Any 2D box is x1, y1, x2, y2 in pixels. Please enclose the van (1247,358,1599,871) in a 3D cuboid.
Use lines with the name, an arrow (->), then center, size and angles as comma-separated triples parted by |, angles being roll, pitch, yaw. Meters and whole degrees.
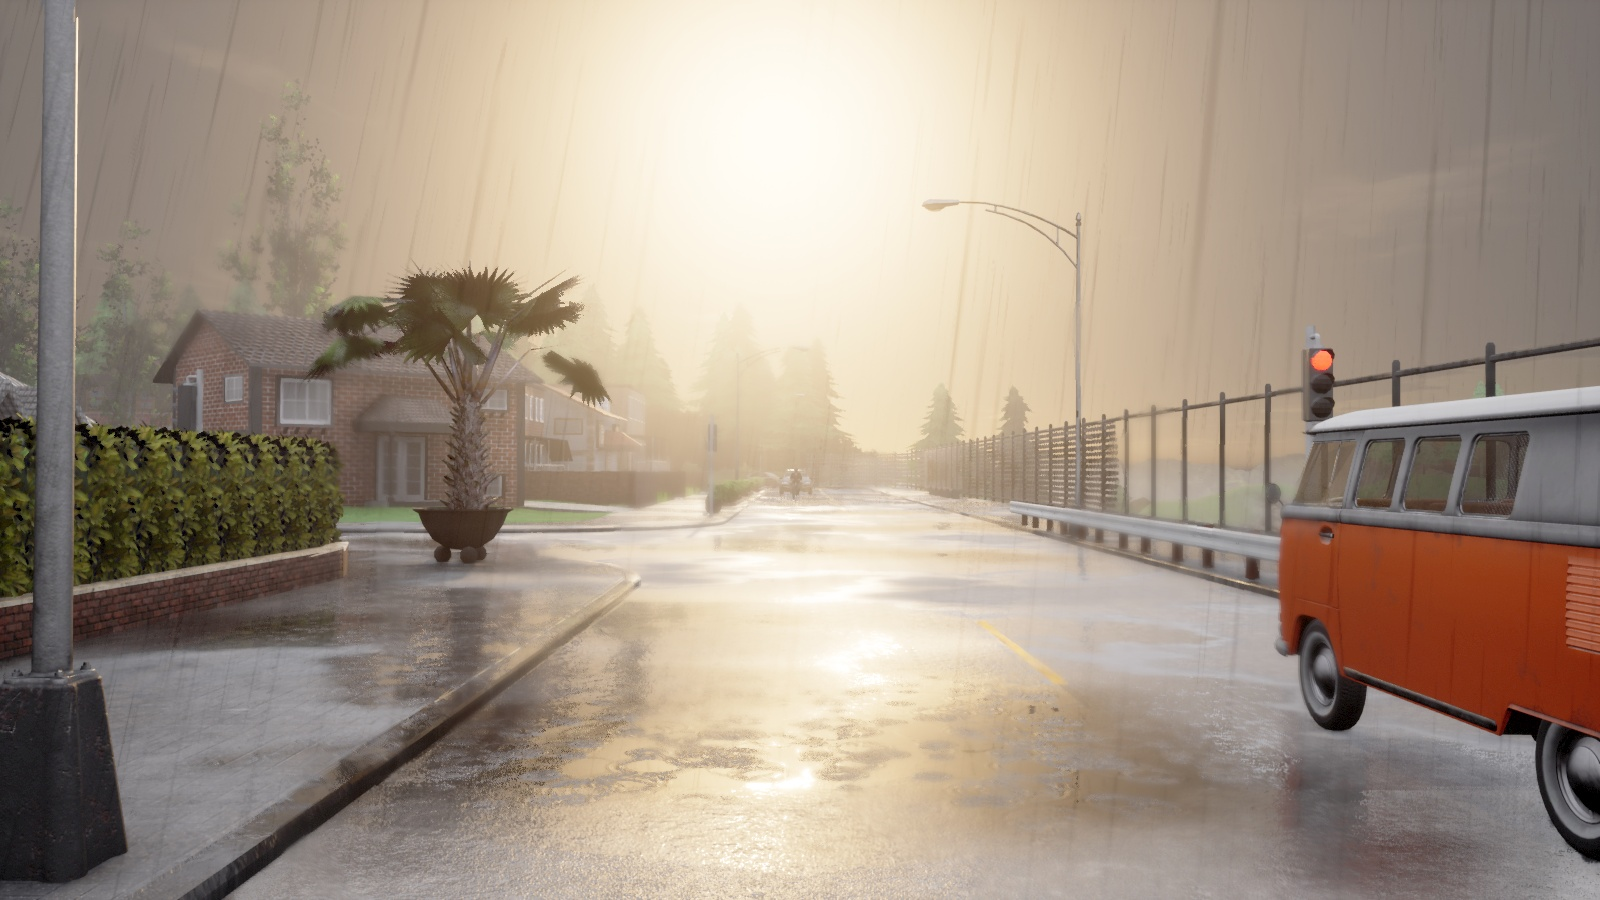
van -> 3.981, 0.659, 6.434 | 1.775, 1.987, 4.442 | 0, -1, 0

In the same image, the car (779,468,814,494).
car -> -0.249, 2.062, 83.704 | 2.242, 1.667, 4.611 | 0, -1, 0
